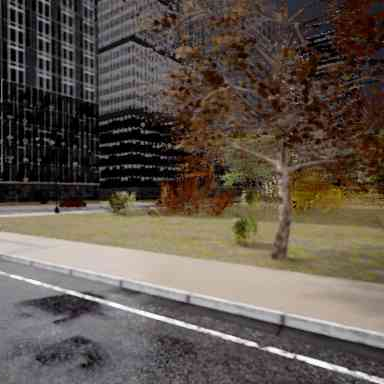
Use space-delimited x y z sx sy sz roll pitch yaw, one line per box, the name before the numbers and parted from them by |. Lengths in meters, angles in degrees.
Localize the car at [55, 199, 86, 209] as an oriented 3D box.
car | -18.001 1.766 49.508 1.812 1.442 4.674 -1 -1 37
